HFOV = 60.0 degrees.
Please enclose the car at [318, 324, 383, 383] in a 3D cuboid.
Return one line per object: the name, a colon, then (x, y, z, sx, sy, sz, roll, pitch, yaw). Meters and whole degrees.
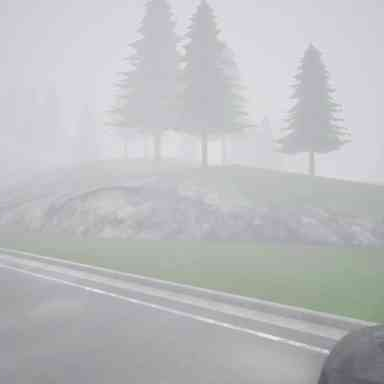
car: (3.206, 1.506, 1.692, 4.892, 1.490, 1.837, 1, 0, 36)
